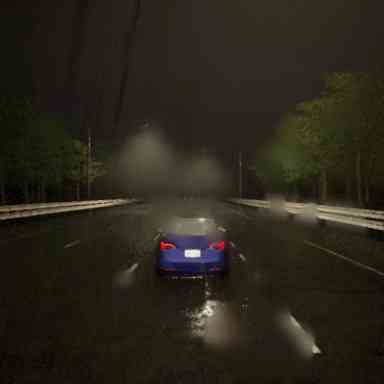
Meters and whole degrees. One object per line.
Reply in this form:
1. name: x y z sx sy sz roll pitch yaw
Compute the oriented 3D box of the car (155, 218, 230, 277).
1. car: 0.011 1.521 10.285 2.163 1.488 4.792 0 0 0
